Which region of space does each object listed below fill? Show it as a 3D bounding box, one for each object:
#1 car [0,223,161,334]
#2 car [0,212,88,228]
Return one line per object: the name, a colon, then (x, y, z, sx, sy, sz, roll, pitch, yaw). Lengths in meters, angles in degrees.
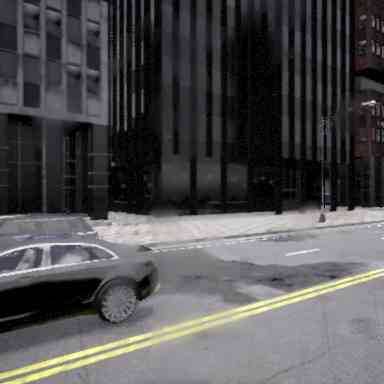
car: (-2.897, 1.493, 5.583, 4.902, 1.511, 2.128, 0, 0, -35)
car: (-4.543, 1.353, 8.399, 4.553, 1.767, 2.097, 0, 0, -35)
